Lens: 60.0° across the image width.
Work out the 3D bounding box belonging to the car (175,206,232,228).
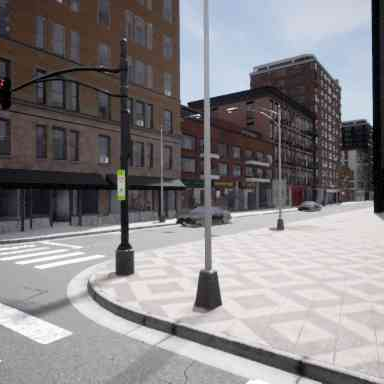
[{"bbox_3d":[1.046,1.756,24.650,2.033,1.411,5.357,-1,-1,36],"label":"car"}]

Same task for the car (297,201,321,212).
[{"bbox_3d":[16.089,1.962,45.427,2.033,1.411,5.357,-1,-1,36],"label":"car"}]
